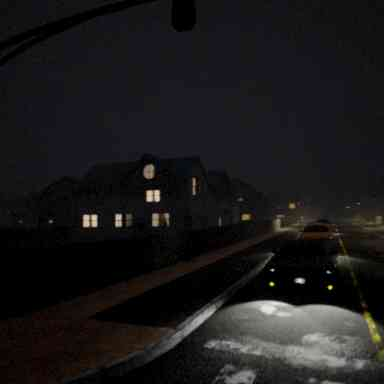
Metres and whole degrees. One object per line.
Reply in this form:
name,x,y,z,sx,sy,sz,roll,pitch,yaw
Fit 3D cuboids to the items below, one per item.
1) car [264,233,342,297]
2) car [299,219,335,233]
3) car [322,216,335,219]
car,3.512,2.192,10.383,1.994,1.385,4.181,-3,-4,22
car,7.985,2.750,21.158,1.882,1.535,5.008,-3,-4,23
car,15.212,3.835,38.400,1.837,1.490,4.892,-3,-5,23
